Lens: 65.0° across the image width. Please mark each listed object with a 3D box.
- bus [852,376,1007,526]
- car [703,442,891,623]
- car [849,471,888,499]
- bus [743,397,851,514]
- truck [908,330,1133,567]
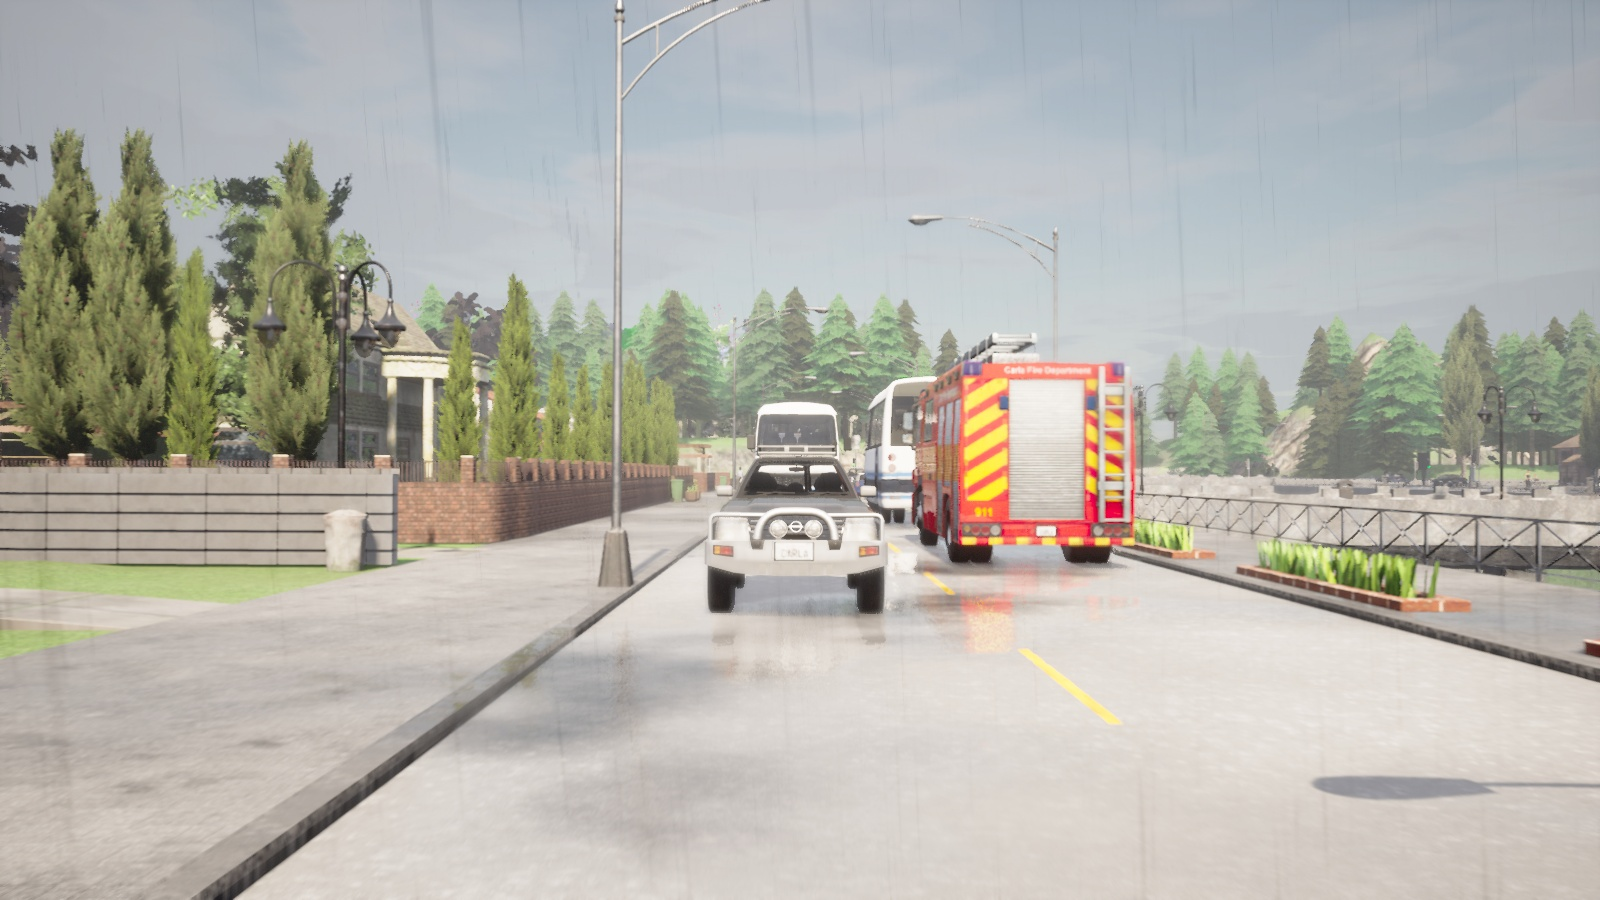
[{"bbox_3d":[3.899,0.106,40.844,3.944,4.253,10.273,0,-1,0],"label":"bus"},{"bbox_3d":[-0.037,0.886,15.200,1.932,1.855,4.605,0,-1,0],"label":"car"},{"bbox_3d":[3.834,1.948,70.681,1.970,1.475,3.806,0,-1,0],"label":"car"},{"bbox_3d":[-0.125,0.293,51.063,3.944,4.253,10.273,0,-1,0],"label":"bus"},{"bbox_3d":[3.938,0.046,24.610,2.891,3.827,8.468,0,-1,0],"label":"truck"}]
